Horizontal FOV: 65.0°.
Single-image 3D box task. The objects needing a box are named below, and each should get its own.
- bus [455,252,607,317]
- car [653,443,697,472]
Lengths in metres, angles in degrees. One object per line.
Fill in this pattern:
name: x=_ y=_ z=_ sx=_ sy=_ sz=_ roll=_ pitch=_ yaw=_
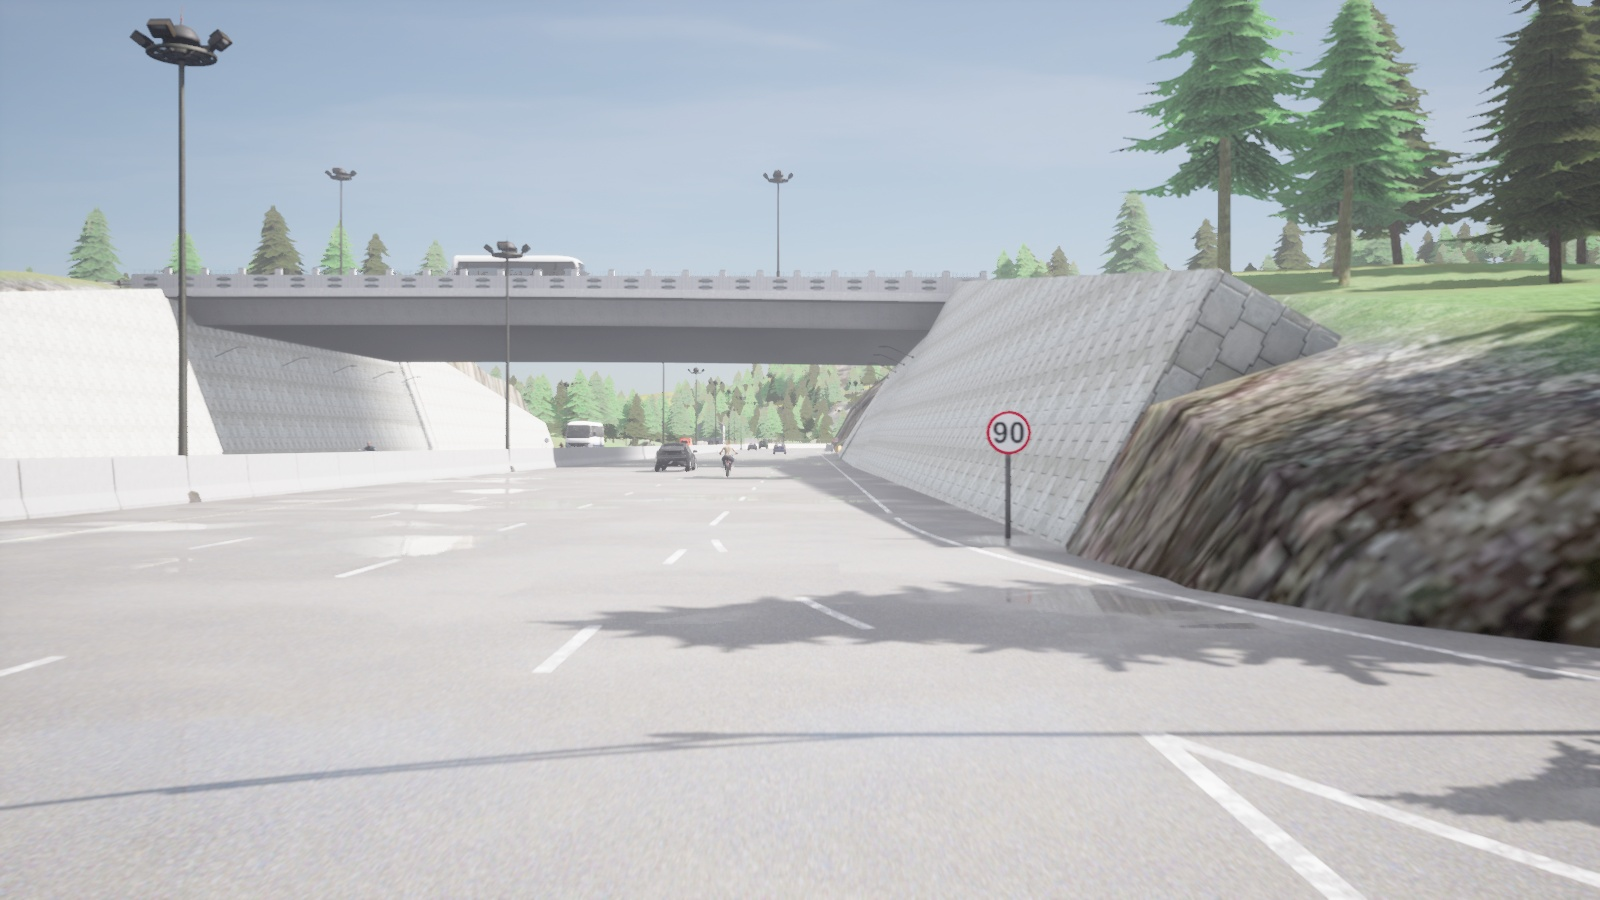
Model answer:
bus: x=-19.670 y=-12.134 z=92.326 sx=10.273 sy=4.253 sz=3.944 roll=0 pitch=0 yaw=1
car: x=-6.605 y=0.370 z=66.769 sx=1.837 sy=1.490 sz=4.892 roll=0 pitch=0 yaw=0
